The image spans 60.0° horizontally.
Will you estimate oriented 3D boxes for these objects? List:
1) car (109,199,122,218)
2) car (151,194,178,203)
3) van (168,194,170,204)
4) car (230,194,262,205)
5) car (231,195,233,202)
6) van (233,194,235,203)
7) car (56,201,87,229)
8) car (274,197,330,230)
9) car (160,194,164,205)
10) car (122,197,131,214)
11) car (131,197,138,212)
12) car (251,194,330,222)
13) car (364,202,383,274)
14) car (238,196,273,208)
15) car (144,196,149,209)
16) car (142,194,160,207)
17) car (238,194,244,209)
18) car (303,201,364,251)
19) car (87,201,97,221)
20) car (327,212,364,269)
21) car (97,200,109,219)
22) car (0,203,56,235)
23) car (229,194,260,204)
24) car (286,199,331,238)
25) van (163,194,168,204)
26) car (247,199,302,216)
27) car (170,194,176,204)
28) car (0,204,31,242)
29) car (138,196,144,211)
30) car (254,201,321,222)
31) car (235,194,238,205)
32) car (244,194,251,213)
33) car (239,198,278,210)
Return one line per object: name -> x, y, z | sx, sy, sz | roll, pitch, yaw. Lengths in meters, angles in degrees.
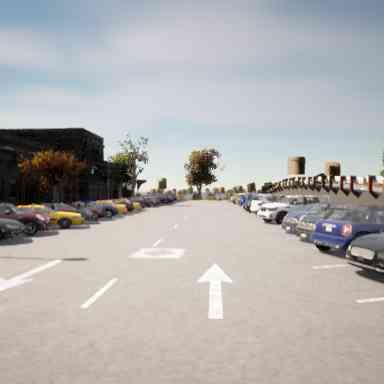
car -> -9.028, 1.528, 29.283 | 5.008, 1.535, 2.097 | -1, -1, -16
car -> -6.055, 1.406, 73.557 | 5.566, 2.045, 2.435 | -1, 0, -16
van -> -6.944, 1.400, 61.729 | 4.442, 1.987, 1.878 | -1, 0, -16
car -> 10.243, 1.365, 63.315 | 5.566, 2.045, 2.435 | 1, 0, -16
car -> 10.093, 1.483, 60.320 | 4.553, 1.767, 2.185 | 1, 0, -16
van -> 9.967, 1.375, 57.339 | 4.442, 1.987, 1.878 | 1, 0, -16
car -> -9.457, 1.495, 20.493 | 5.366, 1.575, 1.946 | -1, -1, -16
car -> 7.224, 1.356, 18.115 | 4.553, 1.767, 2.185 | 1, 0, -16
car -> -7.429, 1.601, 52.914 | 4.892, 1.521, 2.231 | -1, 0, -16
car -> -9.005, 1.536, 32.184 | 5.366, 1.575, 1.946 | -1, 0, -16
car -> -8.630, 1.546, 35.199 | 5.008, 1.535, 2.097 | -1, 0, -16
car -> 7.582, 1.248, 24.123 | 5.566, 2.045, 2.435 | 1, 0, -16
car -> 6.405, 1.193, 6.059 | 5.566, 2.045, 2.435 | 1, 0, -16
car -> 9.211, 1.447, 48.252 | 4.553, 1.767, 2.185 | 1, 0, -16
car -> -8.205, 1.593, 41.114 | 4.792, 1.488, 2.163 | -1, -1, -16
car -> -7.661, 1.466, 49.948 | 4.553, 1.767, 2.185 | -1, 0, -16
car -> 8.392, 1.285, 36.191 | 5.566, 2.045, 2.435 | 1, 0, -16
car -> 6.759, 1.337, 12.067 | 4.553, 1.767, 2.185 | 1, 0, -16
car -> -9.434, 1.511, 23.381 | 4.892, 1.521, 2.231 | -1, -1, -16
car -> 6.590, 1.454, 9.057 | 4.892, 1.521, 2.231 | 1, 0, -16
car -> -9.256, 1.549, 26.325 | 4.792, 1.488, 2.163 | -1, 0, -16
car -> -9.865, 1.366, 17.477 | 4.553, 1.767, 2.185 | -1, -1, -16
car -> 10.491, 1.374, 66.366 | 5.566, 2.045, 2.435 | 1, 0, -16
car -> 7.025, 1.347, 15.094 | 4.553, 1.767, 2.185 | 1, 0, -16
van -> -7.145, 1.392, 58.776 | 4.442, 1.987, 1.878 | -1, 0, -16
car -> 8.205, 1.528, 33.189 | 4.892, 1.521, 2.231 | 1, 0, -16
car -> -6.609, 1.381, 64.731 | 5.566, 2.045, 2.435 | -1, 0, -16
car -> -10.037, 1.484, 14.530 | 4.892, 1.521, 2.231 | -1, -1, -16
car -> -8.604, 1.554, 38.087 | 5.366, 1.575, 1.946 | -1, 0, -16
car -> 7.779, 1.538, 27.140 | 4.792, 1.488, 2.163 | 1, 0, -16
car -> 8.862, 1.304, 42.236 | 5.566, 2.045, 2.435 | 1, 0, -16
car -> 8.047, 1.267, 30.173 | 5.566, 2.045, 2.435 | 1, 0, -16
car -> 9.004, 1.593, 45.234 | 4.792, 1.488, 2.163 | 1, 0, -16
